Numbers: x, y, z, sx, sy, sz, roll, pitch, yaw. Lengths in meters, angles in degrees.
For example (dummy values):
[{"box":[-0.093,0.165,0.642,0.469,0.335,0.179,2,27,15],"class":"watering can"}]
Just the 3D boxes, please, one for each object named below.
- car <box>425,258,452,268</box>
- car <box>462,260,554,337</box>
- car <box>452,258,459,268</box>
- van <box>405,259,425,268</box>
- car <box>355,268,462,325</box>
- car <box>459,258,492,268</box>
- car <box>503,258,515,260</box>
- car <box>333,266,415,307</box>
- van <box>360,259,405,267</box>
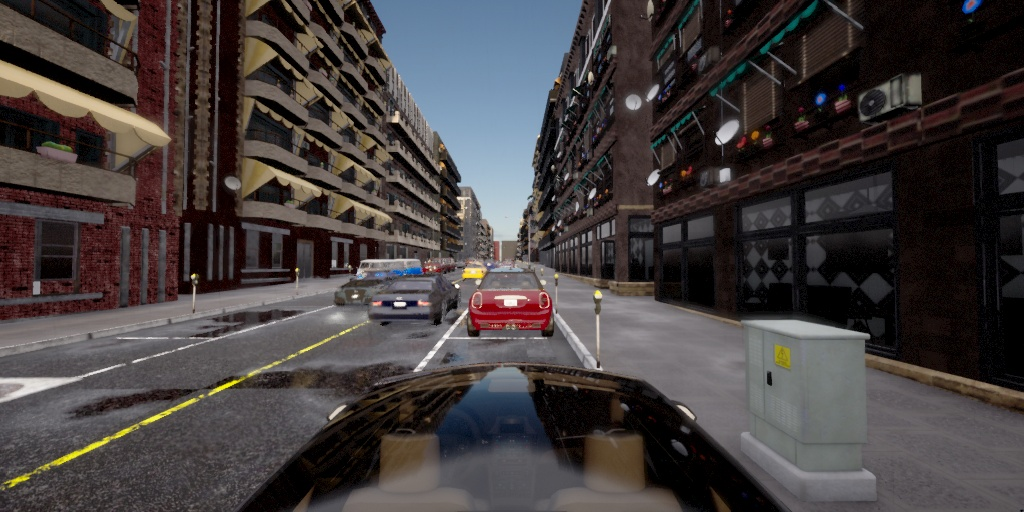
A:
[{"box":[-8.335,1.115,39.194,2.192,1.841,5.009,0,0,0],"class":"car"},{"box":[-0.033,1.108,10.473,2.097,1.767,4.553,0,0,0],"class":"car"},{"box":[-8.335,1.128,44.724,2.192,1.841,5.009,0,0,0],"class":"car"},{"box":[-8.335,1.118,28.134,1.690,1.789,3.998,0,0,0],"class":"van"},{"box":[-2.921,1.303,11.842,2.033,1.411,5.357,0,0,0],"class":"car"},{"box":[-3.021,1.237,30.460,1.801,1.575,5.366,0,0,0],"class":"car"},{"box":[-0.445,1.240,39.134,1.967,1.591,4.097,0,0,0],"class":"car"},{"box":[-5.870,1.323,15.416,1.994,1.385,4.181,0,0,0],"class":"car"},{"box":[-8.335,1.108,22.603,1.690,1.789,3.998,0,0,0],"class":"van"}]
